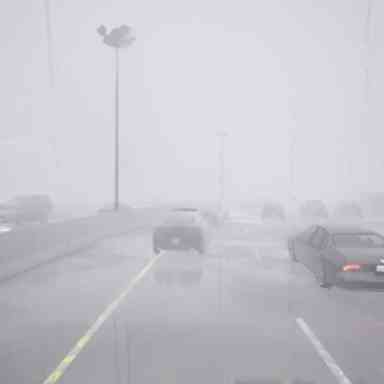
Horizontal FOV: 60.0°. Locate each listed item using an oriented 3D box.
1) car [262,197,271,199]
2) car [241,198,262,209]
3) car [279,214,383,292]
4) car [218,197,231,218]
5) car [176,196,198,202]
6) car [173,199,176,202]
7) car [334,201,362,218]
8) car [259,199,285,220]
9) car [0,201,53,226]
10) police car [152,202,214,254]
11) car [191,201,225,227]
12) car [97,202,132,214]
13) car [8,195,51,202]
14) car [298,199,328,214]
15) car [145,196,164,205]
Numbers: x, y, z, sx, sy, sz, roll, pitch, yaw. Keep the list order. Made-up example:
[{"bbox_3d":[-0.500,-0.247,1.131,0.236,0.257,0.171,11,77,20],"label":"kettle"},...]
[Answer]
[{"bbox_3d":[13.268,1.673,59.098,1.837,1.490,4.892,0,0,25],"label":"car"},{"bbox_3d":[8.120,1.690,46.442,1.994,1.385,4.181,0,0,21],"label":"car"},{"bbox_3d":[4.015,1.579,9.137,2.033,1.411,5.357,0,0,4],"label":"car"},{"bbox_3d":[2.180,1.528,29.188,1.801,1.575,5.366,0,0,12],"label":"car"},{"bbox_3d":[-0.569,1.617,62.128,1.882,1.535,5.008,0,0,24],"label":"car"},{"bbox_3d":[-1.992,1.626,67.488,1.882,1.535,5.008,0,0,25],"label":"car"},{"bbox_3d":[14.963,1.603,32.125,2.128,1.511,4.902,0,0,15],"label":"car"},{"bbox_3d":[6.907,1.588,28.566,1.837,1.490,4.892,0,0,12],"label":"car"},{"bbox_3d":[-12.050,1.587,23.395,1.994,1.385,4.181,0,0,9],"label":"car"},{"bbox_3d":[-0.294,1.456,13.770,1.930,1.638,5.238,0,0,6],"label":"police car"},{"bbox_3d":[1.028,1.582,23.281,1.812,1.442,4.674,0,0,10],"label":"car"},{"bbox_3d":[-7.106,1.616,30.801,1.994,1.385,4.181,0,0,12],"label":"car"},{"bbox_3d":[-14.583,1.254,29.283,2.150,2.045,5.566,0,-1,11],"label":"car"},{"bbox_3d":[10.860,1.448,30.092,2.097,1.767,4.553,0,0,13],"label":"car"},{"bbox_3d":[-7.169,1.605,64.540,1.882,1.535,5.008,0,0,24],"label":"car"}]
